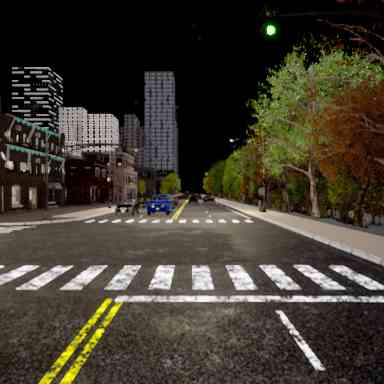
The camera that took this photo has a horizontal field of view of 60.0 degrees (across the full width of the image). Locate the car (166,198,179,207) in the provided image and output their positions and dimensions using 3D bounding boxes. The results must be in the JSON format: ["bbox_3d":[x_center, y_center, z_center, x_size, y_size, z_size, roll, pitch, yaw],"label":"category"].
[{"bbox_3d":[-3.200,1.681,55.082,1.895,1.301,4.718,0,0,0],"label":"car"}]

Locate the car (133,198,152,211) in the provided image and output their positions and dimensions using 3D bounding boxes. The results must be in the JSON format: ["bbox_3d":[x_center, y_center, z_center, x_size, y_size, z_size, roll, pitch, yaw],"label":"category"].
[{"bbox_3d":[-6.490,1.569,44.168,1.837,1.490,4.892,0,0,0],"label":"car"}]

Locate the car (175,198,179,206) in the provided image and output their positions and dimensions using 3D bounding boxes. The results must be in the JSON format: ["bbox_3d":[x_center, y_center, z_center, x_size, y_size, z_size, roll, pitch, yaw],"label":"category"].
[{"bbox_3d":[-3.237,1.558,44.840,2.128,1.511,4.902,0,0,0],"label":"car"}]

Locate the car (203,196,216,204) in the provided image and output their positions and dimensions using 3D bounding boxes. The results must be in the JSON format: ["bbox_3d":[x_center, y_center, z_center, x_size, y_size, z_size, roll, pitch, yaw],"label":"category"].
[{"bbox_3d":[3.511,1.583,63.947,2.128,1.511,4.902,0,0,0],"label":"car"}]

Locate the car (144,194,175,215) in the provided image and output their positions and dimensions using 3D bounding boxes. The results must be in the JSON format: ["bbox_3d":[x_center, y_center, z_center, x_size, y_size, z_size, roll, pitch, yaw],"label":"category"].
[{"bbox_3d":[-3.265,1.274,34.387,2.150,2.045,5.566,0,0,0],"label":"car"}]

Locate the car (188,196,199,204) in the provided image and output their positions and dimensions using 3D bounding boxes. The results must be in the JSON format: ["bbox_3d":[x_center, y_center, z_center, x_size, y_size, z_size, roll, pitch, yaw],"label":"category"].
[{"bbox_3d":[0.264,1.598,65.216,1.837,1.490,4.892,0,0,0],"label":"car"}]

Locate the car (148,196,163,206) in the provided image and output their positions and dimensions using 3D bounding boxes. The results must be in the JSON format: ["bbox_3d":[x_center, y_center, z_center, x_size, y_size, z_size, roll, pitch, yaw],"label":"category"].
[{"bbox_3d":[-6.424,1.577,59.205,2.128,1.511,4.902,0,0,0],"label":"car"}]

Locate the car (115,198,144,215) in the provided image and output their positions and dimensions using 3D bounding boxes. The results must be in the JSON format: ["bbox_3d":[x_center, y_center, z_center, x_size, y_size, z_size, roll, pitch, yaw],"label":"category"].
[{"bbox_3d":[-6.517,1.542,33.945,2.128,1.511,4.902,0,0,0],"label":"car"}]

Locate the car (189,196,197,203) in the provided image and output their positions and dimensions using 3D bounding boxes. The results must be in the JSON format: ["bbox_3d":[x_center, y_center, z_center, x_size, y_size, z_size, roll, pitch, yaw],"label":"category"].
[{"bbox_3d":[0.201,1.631,75.553,1.812,1.442,4.674,0,0,0],"label":"car"}]

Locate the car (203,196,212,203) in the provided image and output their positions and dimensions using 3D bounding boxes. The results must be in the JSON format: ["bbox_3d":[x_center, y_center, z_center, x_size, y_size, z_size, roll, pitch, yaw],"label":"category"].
[{"bbox_3d":[3.435,1.583,74.217,1.882,1.535,5.008,0,0,0],"label":"car"}]
